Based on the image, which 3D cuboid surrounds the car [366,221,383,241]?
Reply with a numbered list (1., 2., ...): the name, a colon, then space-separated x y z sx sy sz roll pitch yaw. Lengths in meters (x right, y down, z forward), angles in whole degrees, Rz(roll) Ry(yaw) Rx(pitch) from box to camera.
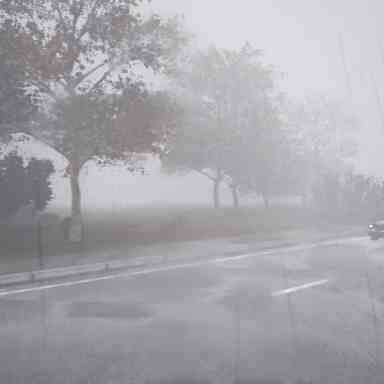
1. car: 10.159 1.603 15.532 4.718 1.301 1.895 0 0 -35
